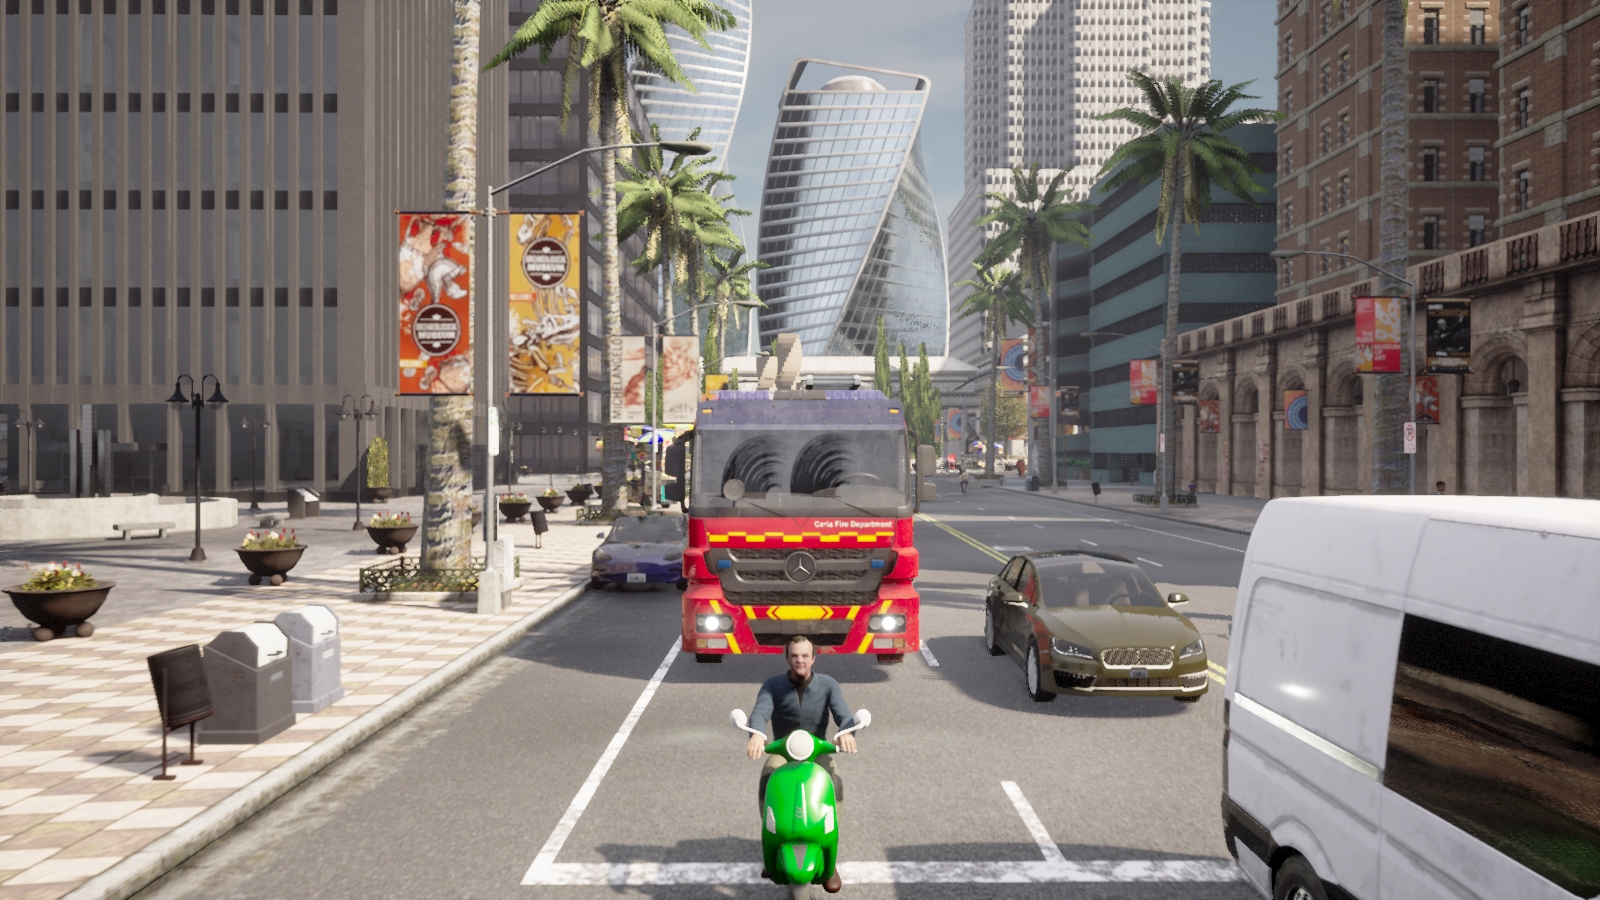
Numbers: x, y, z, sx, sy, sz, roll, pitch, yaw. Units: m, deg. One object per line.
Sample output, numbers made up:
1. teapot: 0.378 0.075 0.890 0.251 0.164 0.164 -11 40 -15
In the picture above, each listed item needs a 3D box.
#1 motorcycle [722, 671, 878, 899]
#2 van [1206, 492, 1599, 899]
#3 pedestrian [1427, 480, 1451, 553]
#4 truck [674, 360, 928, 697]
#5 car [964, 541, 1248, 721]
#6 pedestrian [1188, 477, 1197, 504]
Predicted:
1. motorcycle: 0.001 2.182 7.170 0.856 1.236 1.805 0 0 0
2. van: 3.599 1.535 4.124 1.988 2.561 5.915 0 0 -2
3. pedestrian: 16.394 1.697 29.321 0.375 1.860 0.375 0 0 -23
4. truck: 0.009 0.890 17.221 2.891 3.827 8.468 0 0 0
5. car: 3.503 2.062 14.224 2.231 1.480 4.892 0 0 0
6. pedestrian: 19.097 1.977 55.576 0.375 1.300 0.375 0 0 6
